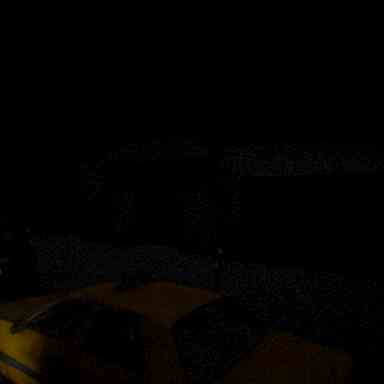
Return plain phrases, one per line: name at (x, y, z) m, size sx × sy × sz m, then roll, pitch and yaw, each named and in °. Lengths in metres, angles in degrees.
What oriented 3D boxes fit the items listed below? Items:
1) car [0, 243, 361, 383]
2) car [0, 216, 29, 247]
car at (-0.799, 1.550, 3.653) m, size 4.829 × 1.417 × 1.752 m, roll -1°, pitch 0°, yaw 36°
car at (-5.157, 1.389, 6.764) m, size 5.009 × 1.841 × 2.192 m, roll -1°, pitch 0°, yaw 36°
